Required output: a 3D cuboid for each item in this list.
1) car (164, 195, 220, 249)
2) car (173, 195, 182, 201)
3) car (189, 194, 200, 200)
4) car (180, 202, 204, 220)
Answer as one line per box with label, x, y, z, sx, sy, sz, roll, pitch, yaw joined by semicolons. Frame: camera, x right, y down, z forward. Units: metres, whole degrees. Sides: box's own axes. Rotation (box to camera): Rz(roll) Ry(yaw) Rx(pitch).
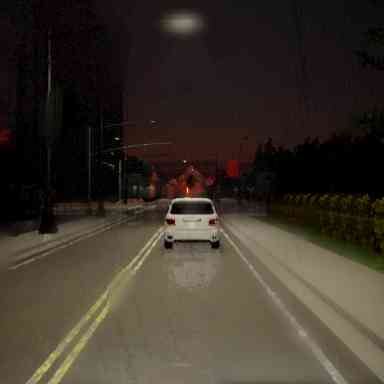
car;0.000;1.255;14.680;2.150;2.045;5.566;0;0;0
car;-3.500;1.448;79.985;1.812;1.442;4.674;0;0;0
car;0.747;1.462;93.434;1.882;1.535;5.008;0;0;12
car;0.000;1.614;29.680;1.895;1.301;4.718;0;0;0
